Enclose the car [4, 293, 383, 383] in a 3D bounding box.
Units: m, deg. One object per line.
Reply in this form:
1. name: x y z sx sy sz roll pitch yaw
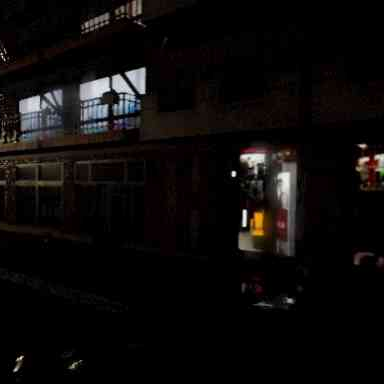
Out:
1. car: 0.262 1.561 2.639 4.313 1.339 1.947 0 1 36
